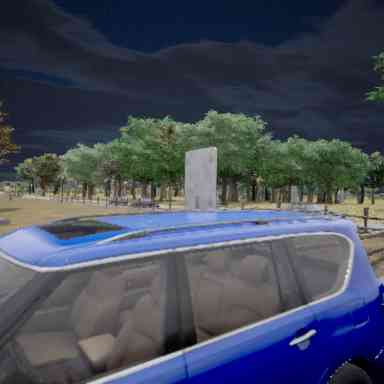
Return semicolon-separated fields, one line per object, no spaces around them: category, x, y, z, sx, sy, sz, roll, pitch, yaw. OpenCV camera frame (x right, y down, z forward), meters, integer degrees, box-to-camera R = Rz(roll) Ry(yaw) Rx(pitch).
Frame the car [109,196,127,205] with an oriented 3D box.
car;-13.569;1.555;60.701;2.128;1.511;4.902;2;-1;-35

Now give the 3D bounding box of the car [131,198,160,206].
car;-6.412;1.559;45.785;2.033;1.411;5.357;2;-1;-35

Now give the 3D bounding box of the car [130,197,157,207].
car;-7.720;1.629;52.583;2.033;1.411;5.357;2;-1;-35

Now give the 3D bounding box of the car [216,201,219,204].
car;1.734;1.509;34.335;2.128;1.511;4.902;2;-1;-36

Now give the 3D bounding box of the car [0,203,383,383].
car;-0.675;1.221;2.510;5.566;2.045;2.150;0;0;-34
